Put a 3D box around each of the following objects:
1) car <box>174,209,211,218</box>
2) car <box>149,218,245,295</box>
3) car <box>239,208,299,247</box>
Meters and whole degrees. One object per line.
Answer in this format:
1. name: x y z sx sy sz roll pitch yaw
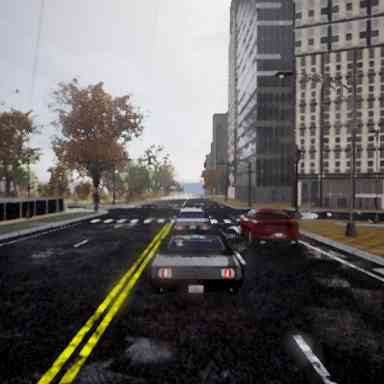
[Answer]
1. car: 0.026 1.550 16.922 2.033 1.411 5.357 0 0 0
2. car: 0.092 1.601 8.682 1.895 1.301 4.718 0 0 0
3. car: 3.321 1.479 15.073 1.882 1.535 5.008 0 0 1
